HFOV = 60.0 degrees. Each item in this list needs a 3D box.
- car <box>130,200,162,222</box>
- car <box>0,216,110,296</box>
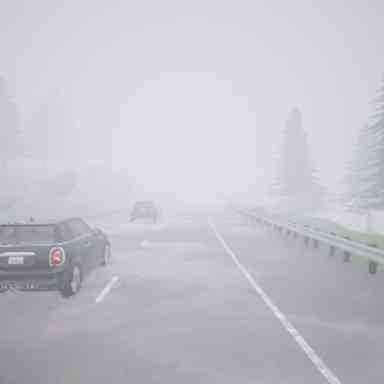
[{"bbox_3d":[-3.724,1.416,27.436,2.097,1.767,4.553,-1,0,1],"label":"car"},{"bbox_3d":[-3.637,1.417,8.904,2.097,1.767,4.553,-1,0,-2],"label":"car"}]
